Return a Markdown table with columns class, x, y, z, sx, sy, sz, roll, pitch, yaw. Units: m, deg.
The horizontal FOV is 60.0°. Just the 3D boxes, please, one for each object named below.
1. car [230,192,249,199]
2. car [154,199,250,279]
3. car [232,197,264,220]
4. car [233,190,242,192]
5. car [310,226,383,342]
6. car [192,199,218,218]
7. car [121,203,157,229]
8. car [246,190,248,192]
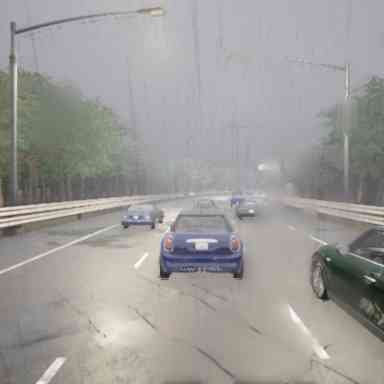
| class | x | y | z | sx | sy | sz | roll | pitch | yaw |
| --- | --- | --- | --- | --- | --- | --- | --- | --- | --- |
| car | 5.995 | 1.099 | 43.562 | 1.882 | 1.535 | 5.008 | 0 | 1 | 6 |
| car | 0.278 | 1.266 | 9.927 | 2.097 | 1.767 | 4.553 | 0 | 0 | 1 |
| car | 4.425 | 1.344 | 26.021 | 1.994 | 1.385 | 4.181 | 0 | 1 | 4 |
| car | 8.961 | 0.647 | 64.927 | 2.150 | 2.045 | 5.566 | 0 | 1 | 10 |
| car | 3.562 | 1.309 | 5.308 | 2.097 | 1.767 | 4.553 | 0 | 1 | 1 |
| car | 1.170 | 1.322 | 27.967 | 1.994 | 1.385 | 4.181 | 0 | 1 | 4 |
| car | -2.843 | 1.368 | 20.118 | 2.033 | 1.411 | 5.357 | 0 | 0 | 3 |
| car | 12.225 | 0.861 | 82.236 | 1.895 | 1.301 | 4.718 | 0 | 1 | 12 |
